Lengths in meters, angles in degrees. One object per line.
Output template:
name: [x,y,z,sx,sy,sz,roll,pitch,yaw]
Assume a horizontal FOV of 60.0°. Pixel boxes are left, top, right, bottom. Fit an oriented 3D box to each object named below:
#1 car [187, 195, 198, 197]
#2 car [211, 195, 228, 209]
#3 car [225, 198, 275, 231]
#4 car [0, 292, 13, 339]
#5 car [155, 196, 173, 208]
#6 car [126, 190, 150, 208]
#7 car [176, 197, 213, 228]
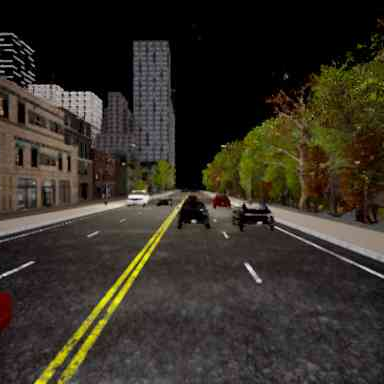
car: [0.087,1.125,39.149,1.812,1.442,4.674,0,1,0]
car: [3.338,1.083,38.617,1.882,1.535,5.008,0,1,0]
car: [3.347,1.300,18.882,2.128,1.511,4.902,0,1,0]
car: [-3.340,1.577,2.233,1.895,1.301,4.718,0,1,0]
car: [-3.329,1.148,40.693,1.994,1.385,4.181,0,0,0]
car: [-6.577,0.803,41.143,2.150,2.045,5.566,0,0,0]
car: [0.099,1.298,20.434,1.837,1.490,4.892,0,1,0]
